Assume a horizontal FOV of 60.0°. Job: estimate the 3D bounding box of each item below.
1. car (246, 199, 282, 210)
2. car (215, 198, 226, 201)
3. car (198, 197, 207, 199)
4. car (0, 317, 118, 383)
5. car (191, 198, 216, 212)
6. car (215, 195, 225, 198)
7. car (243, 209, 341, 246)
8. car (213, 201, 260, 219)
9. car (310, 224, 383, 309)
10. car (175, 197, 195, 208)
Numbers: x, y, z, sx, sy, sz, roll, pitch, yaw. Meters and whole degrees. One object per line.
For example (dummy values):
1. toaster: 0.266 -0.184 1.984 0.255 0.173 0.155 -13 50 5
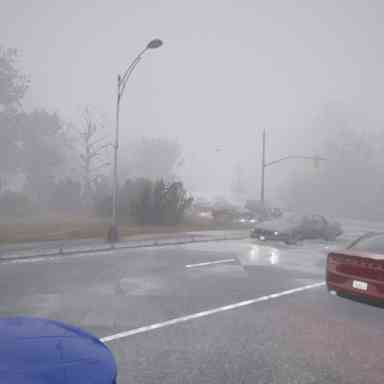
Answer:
1. car: 7.966 1.924 37.684 2.150 2.045 5.566 3 -1 -22
2. car: 4.512 2.045 47.100 1.837 1.490 4.892 2 1 -17
3. car: 1.853 1.711 56.887 1.837 1.490 4.892 2 2 -13
4. car: -2.839 1.479 1.717 5.008 1.535 1.882 0 0 -36
5. car: 1.405 2.014 45.255 1.895 1.301 4.718 3 0 -18
6. car: 6.266 1.346 73.379 2.033 1.411 5.357 2 2 -4
7. car: 5.299 1.751 16.400 5.357 1.411 2.033 2 -1 -36
8. car: 4.716 2.102 36.297 2.033 1.411 5.357 3 -1 -23
9. car: 5.016 1.554 7.364 5.008 1.535 1.882 1 -1 -35
10. car: -1.157 1.690 54.087 2.033 1.411 5.357 2 1 -14
